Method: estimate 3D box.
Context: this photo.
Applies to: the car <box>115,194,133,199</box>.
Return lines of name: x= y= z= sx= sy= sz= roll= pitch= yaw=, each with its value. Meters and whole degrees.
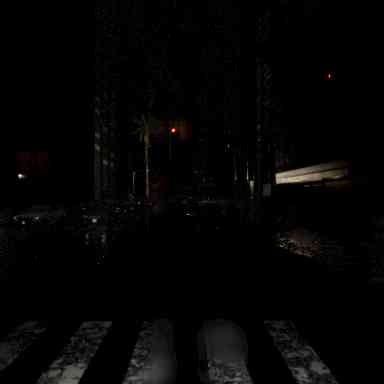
car: x=-9.787 y=1.354 z=48.322 sx=2.150 sy=2.045 sz=5.566 roll=0 pitch=-1 yaw=1

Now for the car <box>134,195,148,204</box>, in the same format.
car: x=-9.682 y=1.394 z=63.849 sx=1.882 sy=1.535 sz=5.008 roll=0 pitch=0 yaw=0

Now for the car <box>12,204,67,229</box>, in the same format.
car: x=-9.960 y=1.570 z=22.182 sx=1.812 sy=1.442 sz=4.674 roll=0 pitch=0 yaw=2

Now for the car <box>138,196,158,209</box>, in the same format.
car: x=-6.535 y=1.479 z=47.747 sx=2.097 sy=1.767 sz=4.553 roll=0 pitch=0 yaw=0

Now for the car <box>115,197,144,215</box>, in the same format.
car: x=-6.551 y=1.607 z=35.022 sx=1.812 sy=1.442 sz=4.674 roll=0 pitch=0 yaw=0

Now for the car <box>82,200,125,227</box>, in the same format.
car: x=-6.254 y=1.539 z=23.181 sx=2.128 sy=1.511 sz=4.902 roll=0 pitch=0 yaw=-4

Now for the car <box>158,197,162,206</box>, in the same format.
car: x=-6.479 y=1.655 z=59.205 sx=1.882 sy=1.535 sz=5.008 roll=0 pitch=0 yaw=1

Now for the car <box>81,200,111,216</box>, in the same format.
car: x=-9.811 y=1.604 z=34.333 sx=1.812 sy=1.442 sz=4.674 roll=0 pitch=0 yaw=0

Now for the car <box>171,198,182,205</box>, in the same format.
car: x=-3.079 y=1.771 z=65.898 sx=1.994 sy=1.385 sz=4.181 roll=0 pitch=0 yaw=0

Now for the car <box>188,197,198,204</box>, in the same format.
car: x=0.172 y=1.777 z=67.126 sx=1.994 sy=1.385 sz=4.181 roll=0 pitch=0 yaw=0
